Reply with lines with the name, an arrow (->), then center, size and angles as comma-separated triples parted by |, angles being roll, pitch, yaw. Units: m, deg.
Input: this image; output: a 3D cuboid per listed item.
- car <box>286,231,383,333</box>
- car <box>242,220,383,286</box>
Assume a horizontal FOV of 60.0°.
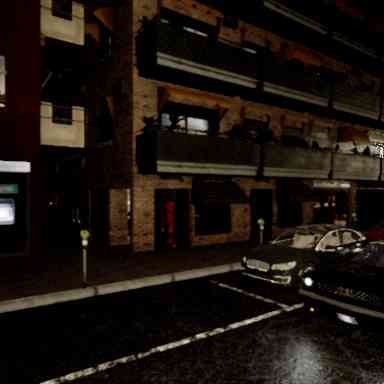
car -> 4.144, 1.623, 6.338 | 4.718, 1.301, 1.895 | 0, 0, -35
car -> 3.253, 1.575, 8.897 | 4.403, 1.369, 2.008 | 0, 0, -36
